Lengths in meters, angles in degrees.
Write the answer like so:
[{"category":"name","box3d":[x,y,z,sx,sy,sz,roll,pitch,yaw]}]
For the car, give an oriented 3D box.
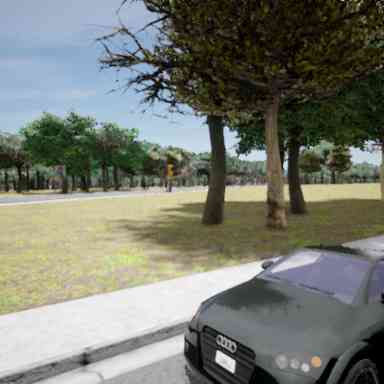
[{"category":"car","box3d":[1.956,1.461,4.467,4.181,1.385,1.994,-2,1,-35]}]
